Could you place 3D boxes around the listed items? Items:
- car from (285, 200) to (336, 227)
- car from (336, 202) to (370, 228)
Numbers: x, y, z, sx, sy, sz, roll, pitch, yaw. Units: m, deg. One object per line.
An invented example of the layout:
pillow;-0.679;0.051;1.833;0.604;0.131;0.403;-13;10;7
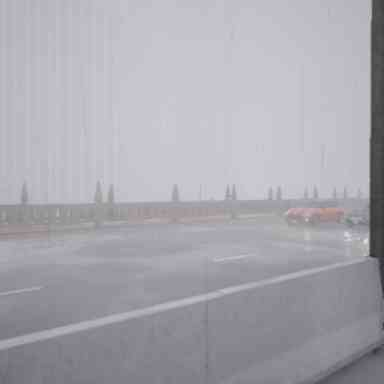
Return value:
car;8.494;1.340;22.915;4.553;1.767;2.097;0;0;-35
car;11.510;1.480;20.764;4.902;1.511;2.128;0;0;-35
